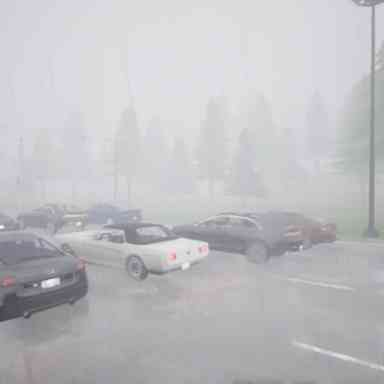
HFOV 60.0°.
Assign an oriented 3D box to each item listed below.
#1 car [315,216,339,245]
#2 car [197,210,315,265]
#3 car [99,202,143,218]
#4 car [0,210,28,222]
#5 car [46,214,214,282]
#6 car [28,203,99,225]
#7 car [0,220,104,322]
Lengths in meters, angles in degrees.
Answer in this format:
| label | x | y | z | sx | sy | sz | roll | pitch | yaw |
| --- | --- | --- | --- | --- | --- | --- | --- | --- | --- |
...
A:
| label | x | y | z | sx | sy | sz | roll | pitch | yaw |
| --- | --- | --- | --- | --- | --- | --- | --- | --- | --- |
| car | 3.737 | 1.488 | 14.186 | 4.674 | 1.442 | 1.812 | 1 | 0 | 36 |
| car | 1.374 | 1.450 | 11.575 | 4.902 | 1.511 | 2.128 | 1 | 0 | 36 |
| car | -5.289 | 1.352 | 20.646 | 5.008 | 1.535 | 1.882 | 1 | 0 | 36 |
| car | -9.690 | 1.434 | 15.185 | 4.181 | 1.385 | 1.994 | 1 | 0 | 36 |
| car | -1.956 | 1.546 | 9.653 | 4.718 | 1.301 | 1.895 | 1 | 0 | 36 |
| car | -7.617 | 1.363 | 18.006 | 4.902 | 1.511 | 2.128 | 1 | 0 | 36 |
| car | -4.050 | 1.508 | 6.838 | 4.181 | 1.385 | 1.994 | 1 | 0 | 35 |
